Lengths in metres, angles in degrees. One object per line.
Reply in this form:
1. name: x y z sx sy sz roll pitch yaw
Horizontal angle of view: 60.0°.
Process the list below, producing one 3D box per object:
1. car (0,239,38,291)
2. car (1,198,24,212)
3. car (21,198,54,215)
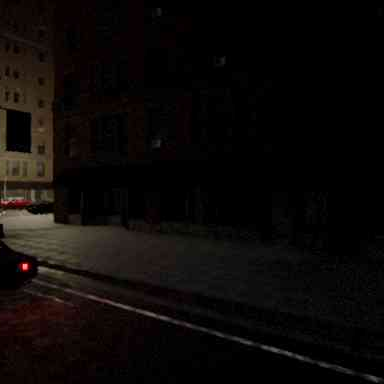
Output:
1. car: -5.681 1.589 7.732 4.718 1.301 1.895 0 0 36
2. car: -20.350 1.368 37.309 1.967 1.590 4.097 0 0 36
3. car: -13.841 1.539 32.617 1.947 1.339 4.313 0 0 36
